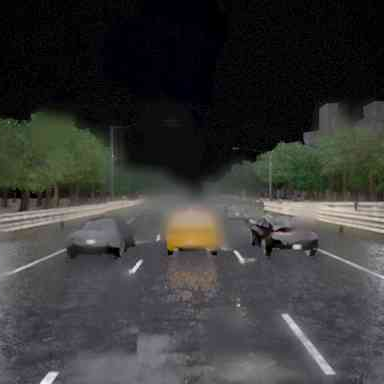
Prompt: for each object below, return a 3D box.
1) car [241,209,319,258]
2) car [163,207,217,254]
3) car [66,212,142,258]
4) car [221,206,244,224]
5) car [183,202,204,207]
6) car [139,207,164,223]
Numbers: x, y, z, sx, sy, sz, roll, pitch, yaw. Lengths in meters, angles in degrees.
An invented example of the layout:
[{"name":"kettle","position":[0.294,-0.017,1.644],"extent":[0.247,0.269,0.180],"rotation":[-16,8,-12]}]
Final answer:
[{"name":"car","position":[3.519,1.637,13.504],"extent":[2.128,1.511,4.902],"rotation":[0,0,0]},{"name":"car","position":[0.025,1.629,14.226],"extent":[1.882,1.535,5.008],"rotation":[0,0,0]},{"name":"car","position":[-3.479,1.708,13.515],"extent":[1.994,1.385,4.181],"rotation":[0,-1,0]},{"name":"car","position":[3.506,1.832,27.507],"extent":[2.033,1.411,5.357],"rotation":[0,-1,0]},{"name":"car","position":[0.017,1.644,28.424],"extent":[2.097,1.767,4.553],"rotation":[0,-1,0]},{"name":"car","position":[-3.485,1.892,28.244],"extent":[1.895,1.301,4.718],"rotation":[0,-1,0]}]
